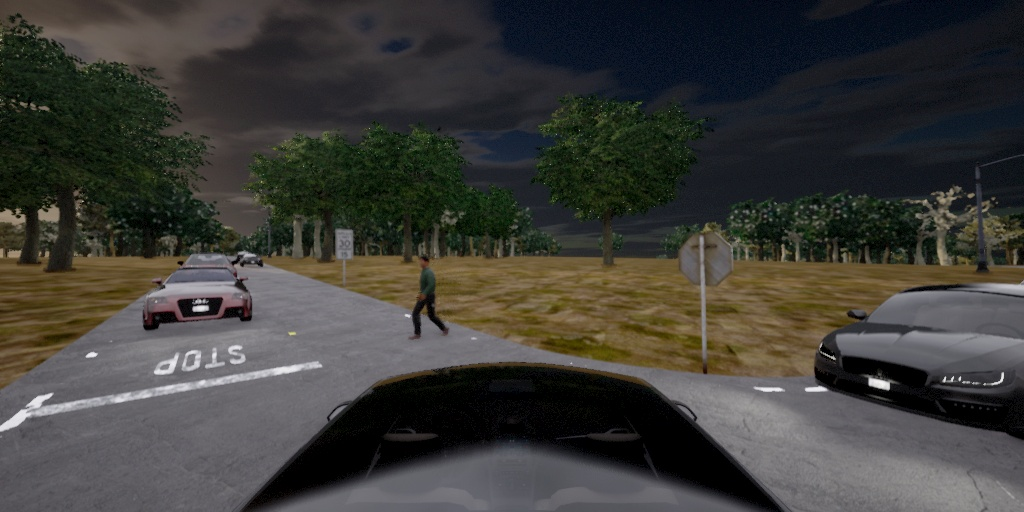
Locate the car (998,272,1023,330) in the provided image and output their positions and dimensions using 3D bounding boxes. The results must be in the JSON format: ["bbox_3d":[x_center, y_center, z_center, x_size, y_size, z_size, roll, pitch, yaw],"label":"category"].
[{"bbox_3d":[15.117,1.162,9.674,4.718,1.301,1.895,-1,-1,-31],"label":"car"}]

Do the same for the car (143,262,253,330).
[{"bbox_3d":[-8.434,0.997,9.796,1.994,1.385,4.181,0,1,-40],"label":"car"}]

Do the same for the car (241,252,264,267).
[{"bbox_3d":[-27.887,0.393,38.322,1.812,1.442,4.674,0,1,-40],"label":"car"}]

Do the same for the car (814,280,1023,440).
[{"bbox_3d":[6.464,1.175,5.010,4.892,1.490,1.837,-1,-1,-21],"label":"car"}]

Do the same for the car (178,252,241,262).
[{"bbox_3d":[-14.730,0.617,17.404,2.097,1.767,4.553,1,1,-40],"label":"car"}]

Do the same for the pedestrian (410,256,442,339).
[{"bbox_3d":[-1.852,0.839,7.751,0.375,1.860,0.375,4,-4,-39],"label":"pedestrian"}]
